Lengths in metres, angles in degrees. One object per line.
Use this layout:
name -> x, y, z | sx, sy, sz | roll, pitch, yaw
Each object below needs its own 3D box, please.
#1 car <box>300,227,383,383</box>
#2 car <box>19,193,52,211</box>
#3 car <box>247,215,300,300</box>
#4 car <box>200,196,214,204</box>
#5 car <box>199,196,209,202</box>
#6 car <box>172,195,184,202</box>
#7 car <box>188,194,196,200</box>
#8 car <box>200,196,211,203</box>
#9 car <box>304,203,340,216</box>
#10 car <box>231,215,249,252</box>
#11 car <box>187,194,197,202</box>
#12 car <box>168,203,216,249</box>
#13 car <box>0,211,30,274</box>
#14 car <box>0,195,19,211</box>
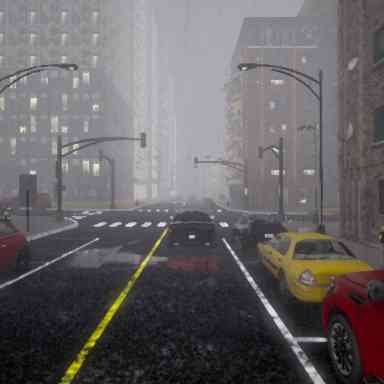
car -> 2.692, 1.314, 2.301 | 2.192, 1.841, 5.009 | 0, 0, 0
car -> -17.694, 1.032, 35.729 | 5.009, 1.841, 2.192 | 1, -1, 0
car -> 2.691, 1.525, 8.154 | 1.752, 1.417, 4.829 | 0, 0, 0
car -> 2.741, 1.600, 55.690 | 1.802, 1.307, 4.206 | 0, 0, 0
car -> 2.692, 1.584, 74.255 | 2.008, 1.369, 4.403 | 0, 0, 0
car -> -3.001, 1.509, 78.934 | 1.882, 1.535, 5.008 | 0, 0, 0
car -> 0.001, 1.404, 88.291 | 2.128, 1.511, 4.902 | 0, 0, 0
car -> 2.691, 1.579, 68.607 | 2.008, 1.369, 4.403 | 0, 0, 0
car -> 14.642, 1.839, 36.007 | 4.829, 1.417, 1.752 | 1, -1, 0
car -> 2.691, 1.567, 13.666 | 1.947, 1.339, 4.313 | 0, 0, 0
car -> 0.001, 1.460, 74.957 | 1.812, 1.442, 4.674 | 0, 0, 0
car -> 0.000, 1.487, 14.650 | 1.882, 1.535, 5.008 | 0, 0, 0
car -> -5.689, 1.440, 7.982 | 1.967, 1.590, 4.097 | 0, 0, 0
car -> -17.559, 1.011, 27.351 | 5.009, 1.841, 2.192 | 1, -1, 0
